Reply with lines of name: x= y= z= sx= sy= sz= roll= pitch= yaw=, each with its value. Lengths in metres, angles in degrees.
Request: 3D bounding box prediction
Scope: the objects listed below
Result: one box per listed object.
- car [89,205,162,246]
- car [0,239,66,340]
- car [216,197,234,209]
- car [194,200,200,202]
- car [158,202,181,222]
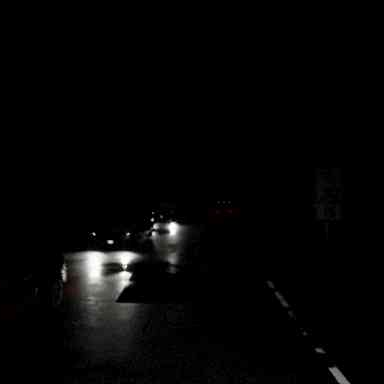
car: x=-2.996 y=1.549 z=15.540 sx=2.033 sy=1.411 sz=5.357 roll=0 pitch=0 yaw=4
car: x=-3.463 y=1.524 z=4.972 sx=1.812 sy=1.442 sz=4.674 roll=0 pitch=0 yaw=2
car: x=4.625 y=1.423 z=45.852 sx=2.097 sy=1.767 sz=4.553 roll=0 pitch=0 yaw=11
car: x=0.579 y=1.264 z=44.151 sx=1.895 sy=1.301 sz=4.718 roll=0 pitch=0 yaw=10
car: x=-1.989 y=1.536 z=26.660 sx=1.812 sy=1.442 sz=4.674 roll=0 pitch=0 yaw=6
